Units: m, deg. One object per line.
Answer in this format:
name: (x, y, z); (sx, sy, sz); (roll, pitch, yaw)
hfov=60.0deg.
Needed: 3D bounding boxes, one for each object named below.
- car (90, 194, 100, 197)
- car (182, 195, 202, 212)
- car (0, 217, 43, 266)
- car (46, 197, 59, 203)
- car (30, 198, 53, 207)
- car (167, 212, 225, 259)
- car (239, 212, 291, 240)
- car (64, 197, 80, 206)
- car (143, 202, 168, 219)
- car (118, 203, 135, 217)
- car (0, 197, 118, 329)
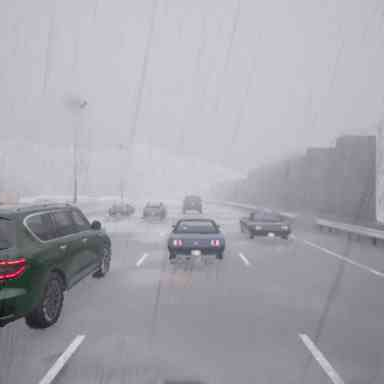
car: (-20.255, 1.522, 69.363); (2.150, 2.045, 5.566); (0, 0, -9)
car: (-0.004, 1.417, 38.820); (2.150, 2.045, 5.566); (0, 0, -2)
car: (-6.855, 1.641, 10.769); (1.895, 1.301, 4.718); (0, 0, 0)
car: (-32.869, 1.864, 78.475); (1.895, 1.301, 4.718); (0, 0, -13)
car: (-25.606, 1.775, 56.775); (2.033, 1.411, 5.357); (0, 0, -5)
car: (0.150, 1.664, 12.844); (1.895, 1.301, 4.718); (0, 0, 0)
car: (3.686, 1.697, 17.621); (1.895, 1.301, 4.718); (0, 0, 0)
car: (-22.942, 1.747, 63.958); (1.882, 1.535, 5.008); (0, 0, -8)
car: (-3.345, 1.638, 30.471); (2.128, 1.511, 4.902); (0, 0, -1)
car: (-6.882, 1.752, 33.086); (1.895, 1.301, 4.718); (0, 0, -1)
car: (-3.382, 1.252, 7.133); (2.150, 2.045, 5.566); (0, 0, 0)
